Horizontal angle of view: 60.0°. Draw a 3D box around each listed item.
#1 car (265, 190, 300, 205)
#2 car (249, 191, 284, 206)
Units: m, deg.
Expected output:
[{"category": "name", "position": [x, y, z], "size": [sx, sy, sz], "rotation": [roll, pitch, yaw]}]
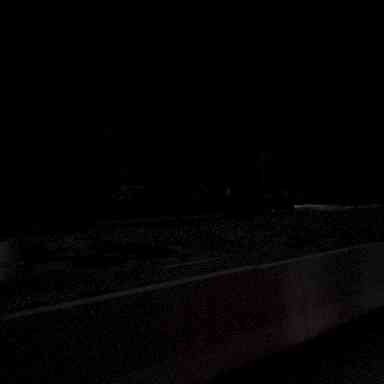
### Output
[{"category": "car", "position": [12.090, 0.704, 45.936], "size": [2.150, 2.045, 5.566], "rotation": [-1, 1, -39]}, {"category": "car", "position": [9.240, 1.012, 43.998], "size": [1.882, 1.535, 5.008], "rotation": [-1, 1, -35]}]
